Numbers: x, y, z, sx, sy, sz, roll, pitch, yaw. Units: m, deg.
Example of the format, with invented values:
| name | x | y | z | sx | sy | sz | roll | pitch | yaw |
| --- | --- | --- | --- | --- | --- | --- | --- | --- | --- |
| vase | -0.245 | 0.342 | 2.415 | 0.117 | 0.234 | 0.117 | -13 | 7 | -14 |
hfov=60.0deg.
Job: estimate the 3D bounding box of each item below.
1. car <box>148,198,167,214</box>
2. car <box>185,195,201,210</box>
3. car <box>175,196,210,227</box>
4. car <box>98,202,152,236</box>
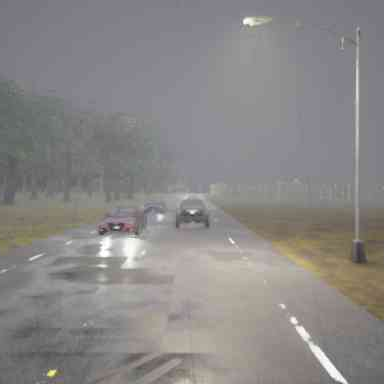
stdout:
| name | x | y | z | sx | sy | sz | roll | pitch | yaw |
| --- | --- | --- | --- | --- | --- | --- | --- | --- | --- |
| car | -3.503 | 1.345 | 32.941 | 2.033 | 1.411 | 5.357 | 0 | 0 | 0 |
| car | 0.099 | 1.239 | 40.916 | 1.837 | 1.490 | 4.892 | 0 | 1 | 0 |
| car | 0.039 | 1.224 | 21.745 | 2.097 | 1.767 | 4.553 | 0 | 0 | 0 |
| car | -3.546 | 1.466 | 17.644 | 1.994 | 1.385 | 4.181 | 0 | 0 | 1 |
